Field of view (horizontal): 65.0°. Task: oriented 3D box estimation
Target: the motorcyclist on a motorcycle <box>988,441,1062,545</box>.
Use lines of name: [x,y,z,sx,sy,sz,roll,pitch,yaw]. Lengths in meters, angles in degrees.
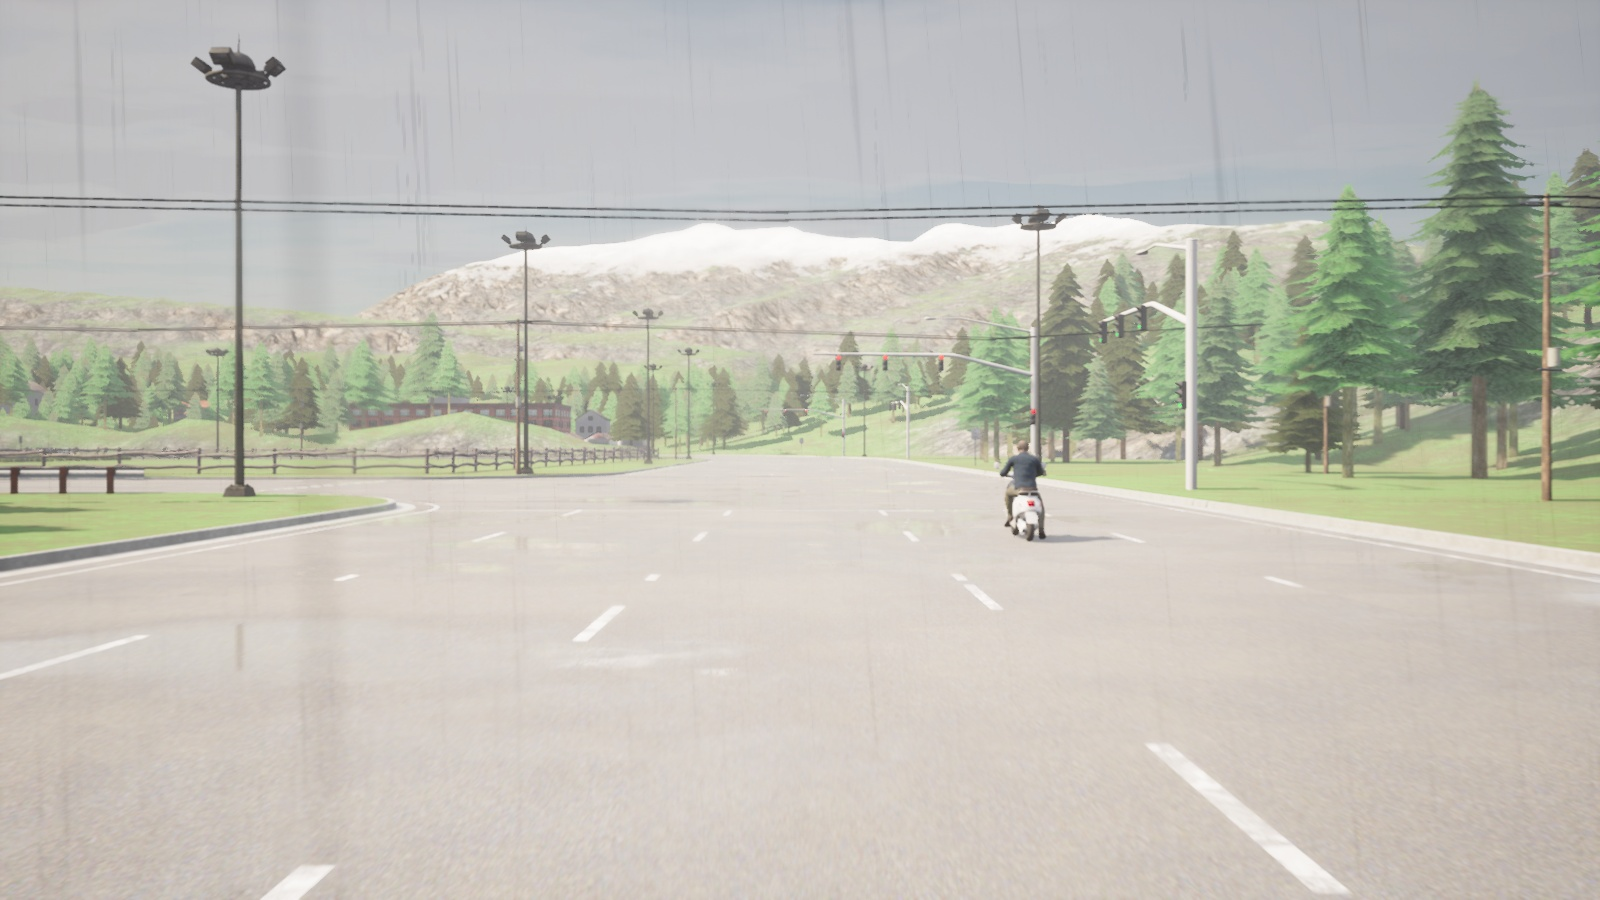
motorcyclist on a motorcycle: [3.593,0.653,20.163,0.866,1.590,1.817,0,0,0]
